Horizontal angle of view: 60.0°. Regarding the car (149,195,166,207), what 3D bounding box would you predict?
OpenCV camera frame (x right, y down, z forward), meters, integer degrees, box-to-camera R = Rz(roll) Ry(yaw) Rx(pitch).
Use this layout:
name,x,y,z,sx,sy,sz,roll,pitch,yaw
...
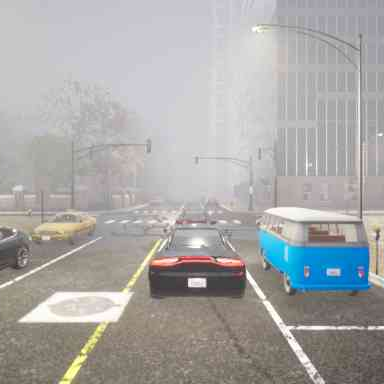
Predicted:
name,x,y,z,sx,sy,sz,roll,pitch,yaw
car,-5.615,1.518,52.198,1.887,1.381,4.507,0,0,0

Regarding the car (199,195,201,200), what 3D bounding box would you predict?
name,x,y,z,sx,sy,sz,roll,pitch,yaw
car,2.799,1.522,74.913,1.947,1.339,4.313,0,0,0

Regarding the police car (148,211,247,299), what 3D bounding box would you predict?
name,x,y,z,sx,sy,sz,roll,pitch,yaw
police car,0.108,1.501,8.569,2.038,1.542,4.974,0,0,0

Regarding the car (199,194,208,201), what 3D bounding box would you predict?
name,x,y,z,sx,sy,sz,roll,pitch,yaw
car,2.808,1.388,80.594,1.967,1.590,4.097,0,0,0

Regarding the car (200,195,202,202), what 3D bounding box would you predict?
name,x,y,z,sx,sy,sz,roll,pitch,yaw
car,2.766,1.539,52.189,1.947,1.339,4.313,0,0,0

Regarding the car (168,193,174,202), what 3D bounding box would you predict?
name,x,y,z,sx,sy,sz,roll,pitch,yaw
car,-5.589,1.277,69.247,2.192,1.841,5.009,0,0,0

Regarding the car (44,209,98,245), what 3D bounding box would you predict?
name,x,y,z,sx,sy,sz,roll,pitch,yaw
car,-5.796,1.518,15.628,1.752,1.417,4.829,0,0,0

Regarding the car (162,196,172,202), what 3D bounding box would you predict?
name,x,y,z,sx,sy,sz,roll,pitch,yaw
car,-5.582,1.538,74.929,1.802,1.307,4.206,0,0,0

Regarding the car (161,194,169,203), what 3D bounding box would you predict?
name,x,y,z,sx,sy,sz,roll,pitch,yaw
car,-5.607,1.521,57.881,2.008,1.369,4.403,0,0,0

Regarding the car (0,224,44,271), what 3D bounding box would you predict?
name,x,y,z,sx,sy,sz,roll,pitch,yaw
car,-5.759,1.562,8.394,1.947,1.339,4.313,0,0,0

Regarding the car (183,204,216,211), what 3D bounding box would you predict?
name,x,y,z,sx,sy,sz,roll,pitch,yaw
car,0.124,1.555,17.531,1.994,1.385,4.181,0,0,0

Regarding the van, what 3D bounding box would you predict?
name,x,y,z,sx,sy,sz,roll,pitch,yaw
van,2.785,1.338,8.383,1.690,1.788,3.998,0,0,0

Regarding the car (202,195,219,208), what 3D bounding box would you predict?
name,x,y,z,sx,sy,sz,roll,pitch,yaw
car,2.759,1.416,46.508,1.967,1.590,4.097,0,0,0

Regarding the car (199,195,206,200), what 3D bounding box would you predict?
name,x,y,z,sx,sy,sz,roll,pitch,yaw
car,2.825,1.453,92.130,1.752,1.417,4.829,0,0,0
